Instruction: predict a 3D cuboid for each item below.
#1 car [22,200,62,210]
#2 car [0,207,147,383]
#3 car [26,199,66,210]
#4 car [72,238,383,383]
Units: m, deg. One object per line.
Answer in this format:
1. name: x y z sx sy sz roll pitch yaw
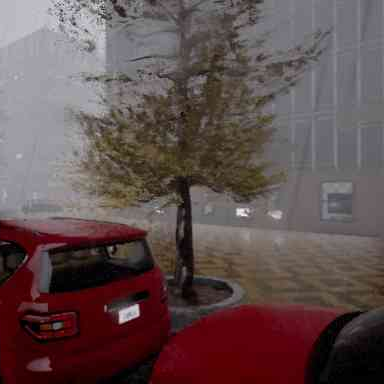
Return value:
1. car: -16.630 1.558 37.122 1.967 1.590 4.097 -1 -2 35
2. car: -2.573 1.289 4.733 5.009 1.841 2.192 0 0 36
3. car: -20.272 1.763 46.385 1.752 1.417 4.829 -1 -2 35
4. car: 1.947 1.320 1.496 5.009 1.841 2.192 0 0 36
